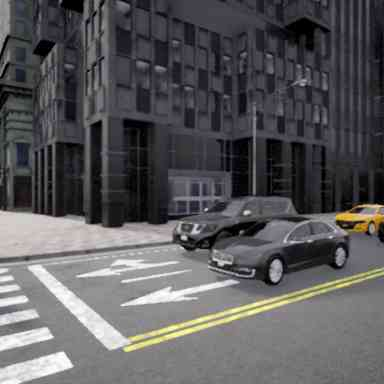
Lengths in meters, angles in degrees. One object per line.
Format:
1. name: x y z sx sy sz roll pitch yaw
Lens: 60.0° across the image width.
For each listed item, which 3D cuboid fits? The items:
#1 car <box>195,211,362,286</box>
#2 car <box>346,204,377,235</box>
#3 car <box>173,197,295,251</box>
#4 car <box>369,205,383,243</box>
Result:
1. car: 2.660 1.500 9.548 4.892 1.490 1.837 0 0 -37
2. car: 10.067 1.474 18.855 5.008 1.535 1.882 0 0 -36
3. car: 1.927 1.218 13.062 5.566 2.045 2.150 0 0 -37
4. car: 10.313 1.473 15.039 5.008 1.535 1.882 0 0 -36
